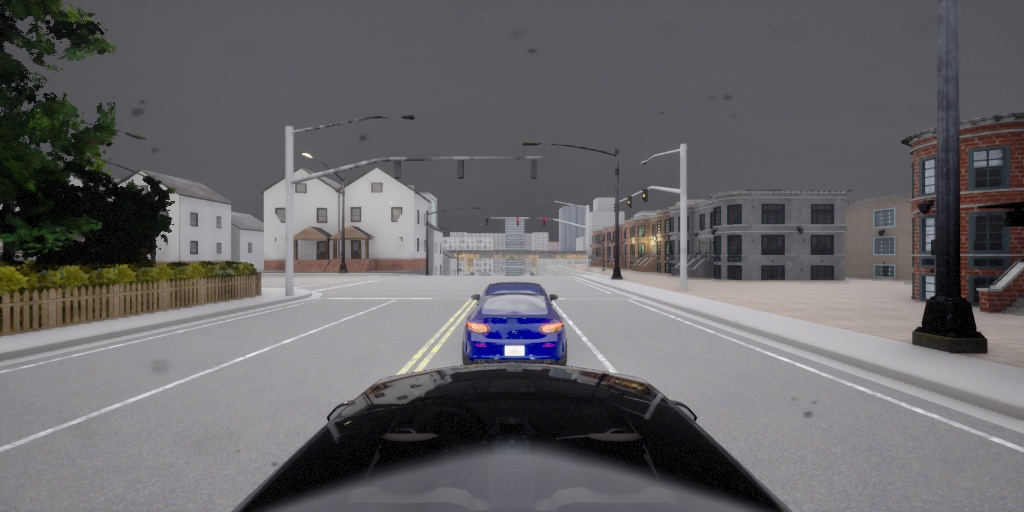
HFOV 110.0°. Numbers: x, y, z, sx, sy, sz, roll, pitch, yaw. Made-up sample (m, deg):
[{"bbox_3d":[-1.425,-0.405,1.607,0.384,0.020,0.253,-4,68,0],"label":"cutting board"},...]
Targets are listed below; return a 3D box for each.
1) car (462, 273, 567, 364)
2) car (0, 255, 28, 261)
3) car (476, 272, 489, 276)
[{"bbox_3d":[0.059,1.276,7.753,1.812,1.442,4.674,0,0,0],"label":"car"},{"bbox_3d":[-44.713,0.971,30.667,5.566,2.045,2.150,0,0,0],"label":"car"},{"bbox_3d":[-3.604,2.929,47.213,2.097,1.767,4.553,-1,-13,0],"label":"car"}]
